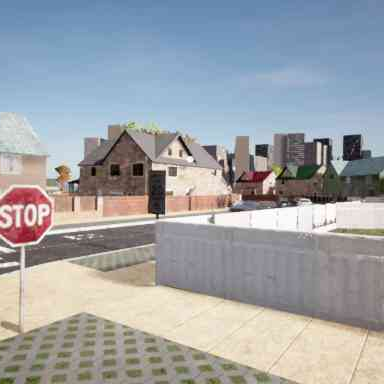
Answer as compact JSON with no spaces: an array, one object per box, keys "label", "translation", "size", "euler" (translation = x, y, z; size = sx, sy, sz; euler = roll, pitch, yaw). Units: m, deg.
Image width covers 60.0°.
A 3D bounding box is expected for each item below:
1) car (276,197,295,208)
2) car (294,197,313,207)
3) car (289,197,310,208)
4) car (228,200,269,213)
[{"label":"car","translation":[12.847,1.513,46.671],"size":[2.128,1.511,4.902],"euler":[1,0,13]},{"label":"car","translation":[13.960,1.575,41.140],"size":[1.812,1.442,4.674],"euler":[1,0,20]},{"label":"car","translation":[16.402,1.516,51.131],"size":[2.128,1.511,4.902],"euler":[1,0,7]},{"label":"car","translation":[5.348,1.495,30.857],"size":[2.033,1.411,5.357],"euler":[2,1,36]}]
